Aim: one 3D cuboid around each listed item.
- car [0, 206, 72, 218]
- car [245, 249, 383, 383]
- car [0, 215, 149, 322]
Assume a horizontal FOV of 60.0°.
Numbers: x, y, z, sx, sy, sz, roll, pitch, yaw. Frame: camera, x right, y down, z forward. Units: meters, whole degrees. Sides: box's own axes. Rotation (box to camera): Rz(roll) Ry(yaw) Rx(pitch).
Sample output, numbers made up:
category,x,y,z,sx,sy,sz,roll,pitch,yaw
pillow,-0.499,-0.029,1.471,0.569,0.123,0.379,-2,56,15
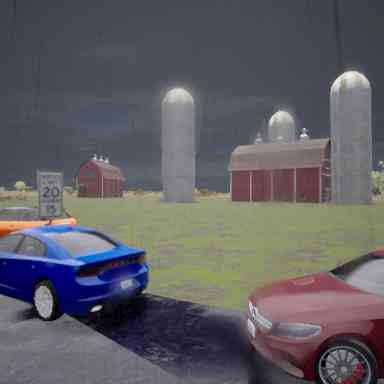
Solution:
category,x,y,z,sx,sy,sz,roll,pitch,yaw
car,-6.860,1.366,13.416,4.553,1.767,2.097,0,0,20
car,3.090,1.557,4.616,4.674,1.442,1.812,1,0,-7
car,-3.198,1.480,7.307,5.008,1.535,1.882,0,0,35
